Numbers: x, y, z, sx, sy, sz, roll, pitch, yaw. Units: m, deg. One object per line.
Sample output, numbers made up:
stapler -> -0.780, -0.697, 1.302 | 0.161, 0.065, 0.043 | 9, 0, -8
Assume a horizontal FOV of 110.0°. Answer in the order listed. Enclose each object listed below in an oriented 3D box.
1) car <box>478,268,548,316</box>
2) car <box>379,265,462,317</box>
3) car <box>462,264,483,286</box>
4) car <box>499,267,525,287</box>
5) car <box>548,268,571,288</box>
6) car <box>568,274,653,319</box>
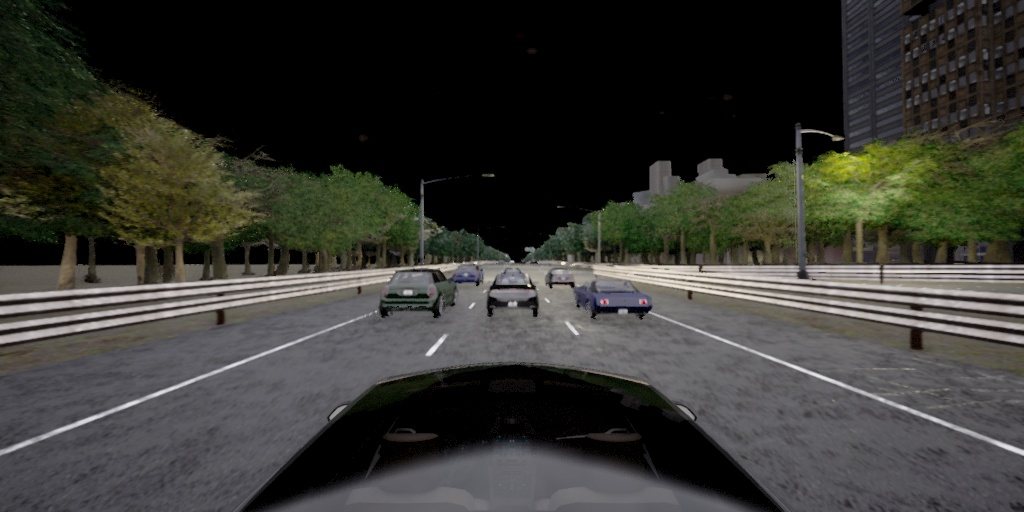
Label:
car -> 0.042, 1.405, 14.181 | 2.128, 1.511, 4.902 | 0, -1, 0
car -> -3.458, 1.264, 14.100 | 2.097, 1.767, 4.553 | 0, -1, 1
car -> -3.459, 1.447, 29.103 | 2.097, 1.767, 4.553 | 0, -1, 1
car -> 0.044, 1.664, 29.392 | 1.994, 1.385, 4.181 | 0, 0, 1
car -> 3.522, 1.620, 26.980 | 2.033, 1.411, 5.357 | 0, -1, 0
car -> 3.538, 1.506, 13.563 | 1.895, 1.301, 4.718 | 0, -1, 1
